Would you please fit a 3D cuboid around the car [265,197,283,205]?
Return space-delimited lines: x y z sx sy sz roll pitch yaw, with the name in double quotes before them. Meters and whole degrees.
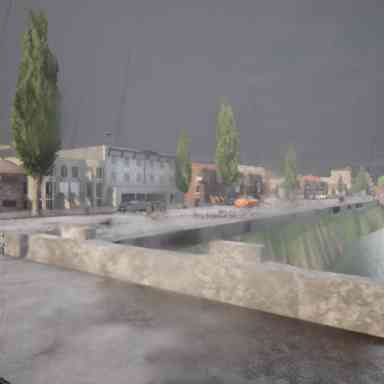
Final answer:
"car" 13.861 1.517 56.395 1.812 1.442 4.674 0 0 35

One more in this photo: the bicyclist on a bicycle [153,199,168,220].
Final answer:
"bicyclist on a bicycle" -2.484 1.342 26.048 1.656 1.620 0.582 0 0 35

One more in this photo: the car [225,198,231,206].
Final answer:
"car" 7.175 1.499 53.924 1.837 1.490 4.892 0 0 36

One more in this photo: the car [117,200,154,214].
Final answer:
"car" -5.961 1.554 35.637 1.994 1.385 4.181 0 0 35

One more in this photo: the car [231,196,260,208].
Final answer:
"car" 8.076 1.344 48.193 2.097 1.767 4.553 0 0 36
